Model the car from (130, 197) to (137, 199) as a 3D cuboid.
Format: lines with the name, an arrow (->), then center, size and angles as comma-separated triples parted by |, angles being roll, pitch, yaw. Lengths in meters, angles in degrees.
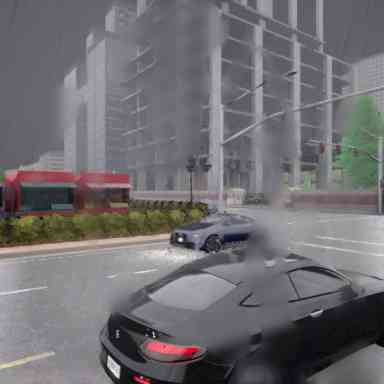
car -> -7.930, 1.422, 43.183 | 1.882, 1.535, 5.008 | 0, 0, -36

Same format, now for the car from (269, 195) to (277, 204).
car -> 13.213, 1.114, 59.368 | 1.905, 1.878, 3.866 | 0, 0, -36

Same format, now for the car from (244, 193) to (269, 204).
car -> 10.824, 1.114, 57.652 | 1.905, 1.878, 3.866 | 0, 0, -36

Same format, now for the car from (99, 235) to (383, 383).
car -> 1.114, 1.526, 4.580 | 4.674, 1.442, 1.812 | 0, 0, -35

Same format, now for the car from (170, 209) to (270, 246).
car -> 1.208, 1.564, 13.395 | 4.181, 1.385, 1.994 | 0, 0, -36

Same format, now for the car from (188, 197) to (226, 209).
car -> 1.133, 1.296, 30.714 | 2.097, 1.767, 4.553 | 0, 0, -36
